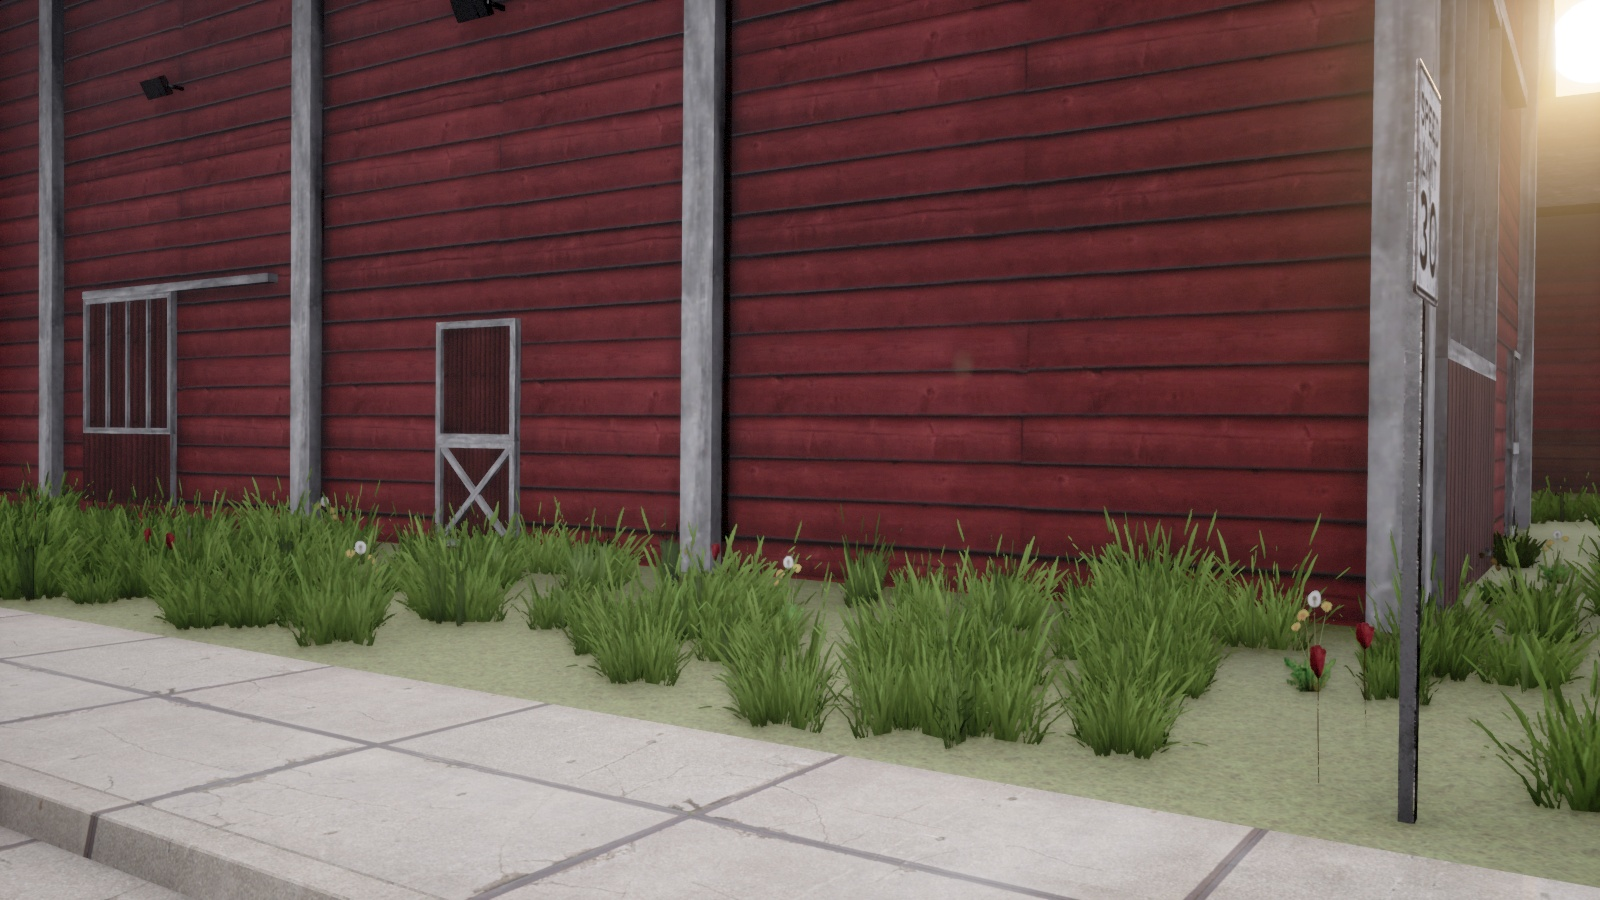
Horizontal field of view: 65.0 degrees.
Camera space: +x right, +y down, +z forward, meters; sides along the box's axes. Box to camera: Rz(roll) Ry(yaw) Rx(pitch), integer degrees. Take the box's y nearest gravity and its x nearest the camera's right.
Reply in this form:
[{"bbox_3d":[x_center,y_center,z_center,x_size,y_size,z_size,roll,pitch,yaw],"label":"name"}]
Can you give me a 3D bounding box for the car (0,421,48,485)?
[{"bbox_3d":[-27.174,0.125,39.595,2.150,2.045,5.566,0,1,33],"label":"car"}]
